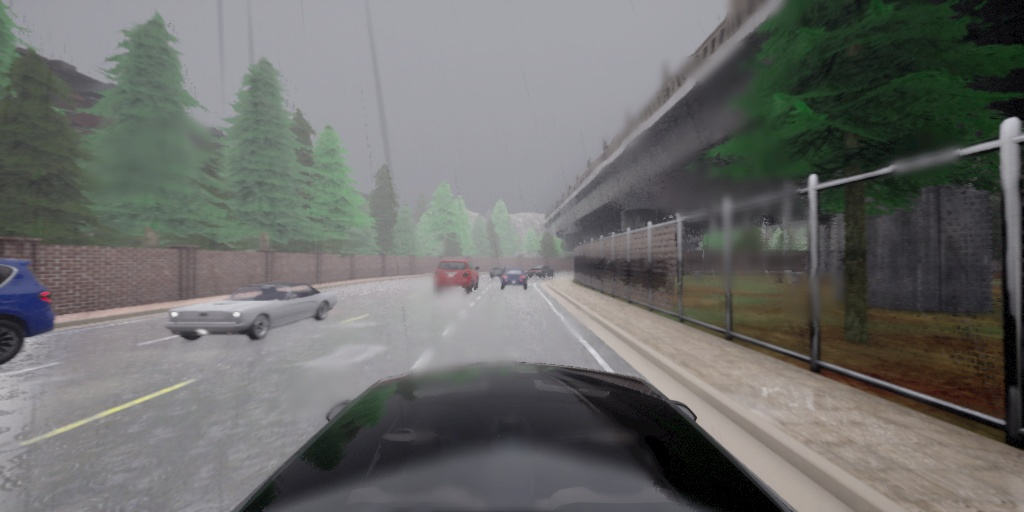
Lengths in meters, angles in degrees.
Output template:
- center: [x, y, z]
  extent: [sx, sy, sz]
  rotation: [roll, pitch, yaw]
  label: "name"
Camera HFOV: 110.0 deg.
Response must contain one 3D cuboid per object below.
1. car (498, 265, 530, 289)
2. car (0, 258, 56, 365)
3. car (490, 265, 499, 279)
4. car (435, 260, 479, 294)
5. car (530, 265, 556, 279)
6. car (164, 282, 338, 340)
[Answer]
- center: [0.212, 1.583, 26.137]
  extent: [1.812, 1.442, 4.674]
  rotation: [0, -1, 3]
  label: "car"
- center: [-10.596, 1.012, 5.072]
  extent: [2.150, 2.045, 5.566]
  rotation: [0, -1, 0]
  label: "car"
- center: [-0.807, 1.714, 39.215]
  extent: [2.128, 1.511, 4.902]
  rotation: [0, -1, 21]
  label: "car"
- center: [-3.410, 1.243, 23.049]
  extent: [2.150, 2.045, 5.566]
  rotation: [0, 0, 1]
  label: "car"
- center: [3.433, 1.740, 40.082]
  extent: [1.837, 1.490, 4.892]
  rotation: [-1, 0, 25]
  label: "car"
- center: [-7.086, 1.461, 10.436]
  extent: [1.895, 1.301, 4.718]
  rotation: [0, -1, 0]
  label: "car"
